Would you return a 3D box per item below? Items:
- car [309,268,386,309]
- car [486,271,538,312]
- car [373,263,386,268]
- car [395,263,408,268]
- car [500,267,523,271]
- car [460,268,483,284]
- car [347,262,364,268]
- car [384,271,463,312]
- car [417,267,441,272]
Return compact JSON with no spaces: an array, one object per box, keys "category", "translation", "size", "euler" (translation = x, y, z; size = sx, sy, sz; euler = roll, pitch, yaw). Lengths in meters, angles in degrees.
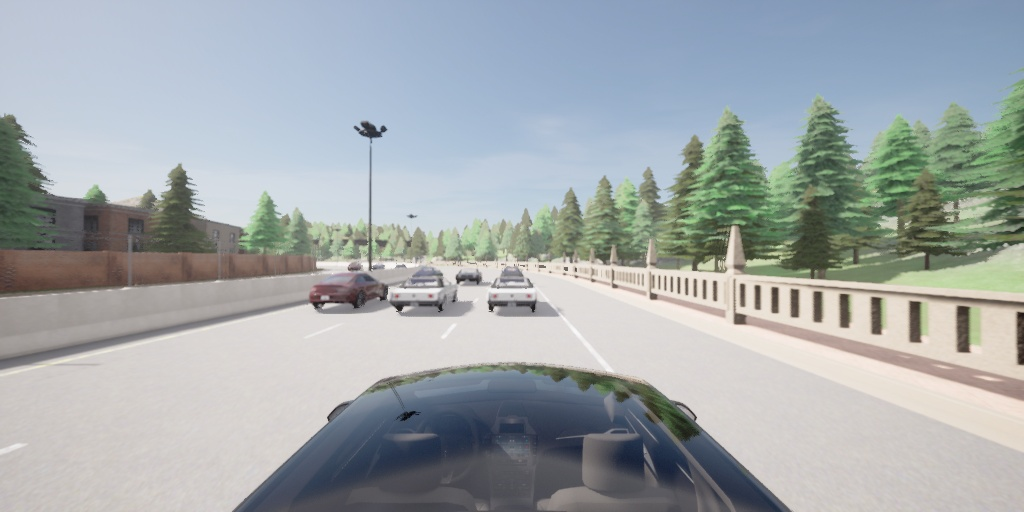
[{"category":"car","translation":[-6.981,1.423,15.732],"size":[1.812,1.442,4.674],"euler":[0,0,0]},{"category":"car","translation":[0.012,1.492,15.083],"size":[1.895,1.301,4.718],"euler":[0,-1,0]},{"category":"car","translation":[-21.809,1.903,59.251],"size":[2.033,1.411,5.357],"euler":[0,-1,-16]},{"category":"car","translation":[-18.701,1.935,60.738],"size":[1.994,1.385,4.181],"euler":[0,-1,-17]},{"category":"car","translation":[-0.025,1.617,30.407],"size":[1.994,1.385,4.181],"euler":[0,-1,-1]},{"category":"car","translation":[-3.521,1.650,30.092],"size":[1.895,1.301,4.718],"euler":[0,-1,-1]},{"category":"car","translation":[-25.147,1.693,57.840],"size":[2.097,1.767,4.553],"euler":[0,-1,-16]},{"category":"car","translation":[-3.488,1.492,15.083],"size":[1.895,1.301,4.718],"euler":[0,-1,0]},{"category":"car","translation":[-7.027,1.616,30.330],"size":[1.994,1.385,4.181],"euler":[0,-1,0]}]
